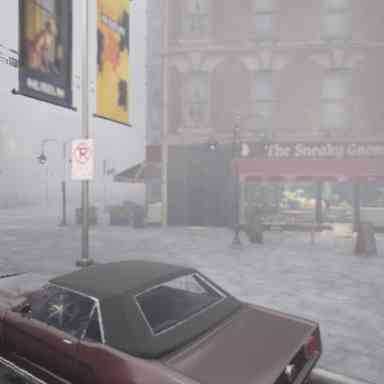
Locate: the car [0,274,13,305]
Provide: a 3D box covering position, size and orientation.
[{"bbox_3d":[-6.174,1.404,6.700,4.674,1.452,2.002,1,1,24],"label":"car"}]
